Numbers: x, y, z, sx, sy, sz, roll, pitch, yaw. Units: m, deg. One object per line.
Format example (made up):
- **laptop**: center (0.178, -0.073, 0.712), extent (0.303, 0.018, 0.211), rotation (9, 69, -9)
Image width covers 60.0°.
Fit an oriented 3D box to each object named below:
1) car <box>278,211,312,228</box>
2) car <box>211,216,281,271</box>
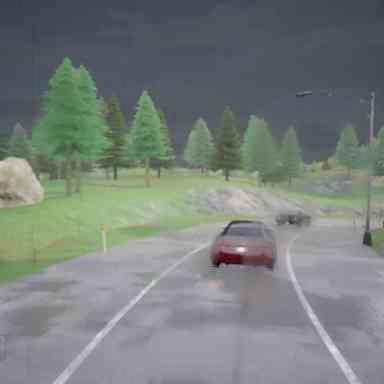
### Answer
- **car**: center (8.429, 2.171, 27.220), extent (1.895, 1.301, 4.718), rotation (2, -1, 31)
- **car**: center (1.894, 1.673, 11.570), extent (1.994, 1.385, 4.181), rotation (1, -1, 13)
